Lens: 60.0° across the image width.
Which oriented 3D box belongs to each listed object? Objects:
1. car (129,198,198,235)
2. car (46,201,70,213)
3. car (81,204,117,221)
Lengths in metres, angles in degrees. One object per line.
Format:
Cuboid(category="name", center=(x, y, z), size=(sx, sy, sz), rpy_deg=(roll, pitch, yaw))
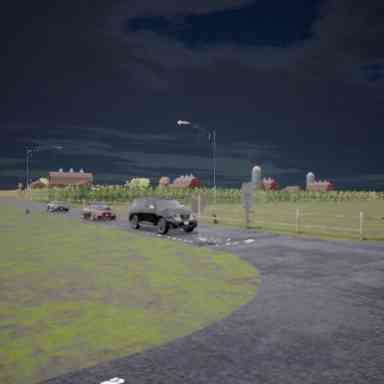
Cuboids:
Cuboid(category="car", center=(-1.950, 1.395, 20.785), size=(2.150, 2.045, 5.566), rpy_deg=(0, 0, -37))
Cuboid(category="car", center=(-16.569, 1.781, 40.982), size=(1.994, 1.385, 4.181), rpy_deg=(0, 0, -35))
Cuboid(category="car", center=(-8.228, 1.752, 29.265), size=(1.994, 1.385, 4.181), rpy_deg=(0, 0, -36))
